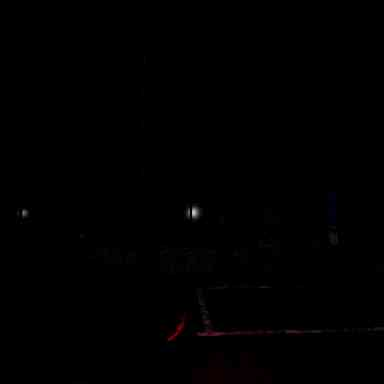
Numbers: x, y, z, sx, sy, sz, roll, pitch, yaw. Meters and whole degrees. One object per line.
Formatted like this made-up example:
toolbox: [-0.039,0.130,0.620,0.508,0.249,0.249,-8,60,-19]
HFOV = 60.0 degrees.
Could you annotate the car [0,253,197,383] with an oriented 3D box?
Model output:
car: [-2.456,1.477,3.694,5.008,1.535,1.882,0,0,-4]
